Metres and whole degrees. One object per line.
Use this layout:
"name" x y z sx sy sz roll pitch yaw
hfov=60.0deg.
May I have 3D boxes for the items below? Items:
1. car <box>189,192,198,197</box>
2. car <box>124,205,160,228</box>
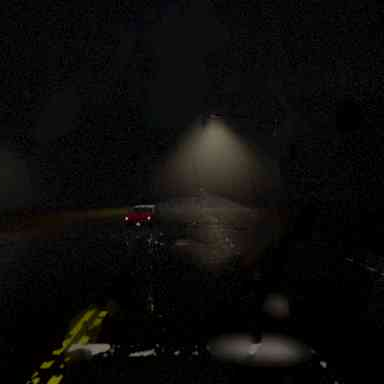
"car" 0.471 0.742 92.352 2.128 1.511 4.902 0 0 9
"car" -3.447 1.646 23.598 1.895 1.301 4.718 -1 3 1
